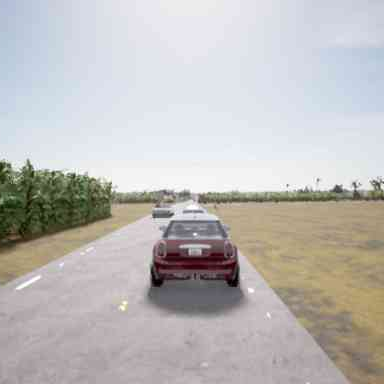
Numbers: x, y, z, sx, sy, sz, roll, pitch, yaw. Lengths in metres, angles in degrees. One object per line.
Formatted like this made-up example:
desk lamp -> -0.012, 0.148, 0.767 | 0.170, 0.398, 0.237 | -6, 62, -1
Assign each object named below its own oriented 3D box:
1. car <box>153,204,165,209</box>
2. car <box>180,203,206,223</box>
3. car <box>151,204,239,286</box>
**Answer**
car -> -2.841, 1.812, 32.663 | 1.895, 1.301, 4.718 | 0, -1, 0
car -> 0.102, 1.721, 28.786 | 2.033, 1.411, 5.357 | 0, -1, 0
car -> 0.082, 1.403, 9.727 | 2.097, 1.767, 4.553 | 0, 0, 0
